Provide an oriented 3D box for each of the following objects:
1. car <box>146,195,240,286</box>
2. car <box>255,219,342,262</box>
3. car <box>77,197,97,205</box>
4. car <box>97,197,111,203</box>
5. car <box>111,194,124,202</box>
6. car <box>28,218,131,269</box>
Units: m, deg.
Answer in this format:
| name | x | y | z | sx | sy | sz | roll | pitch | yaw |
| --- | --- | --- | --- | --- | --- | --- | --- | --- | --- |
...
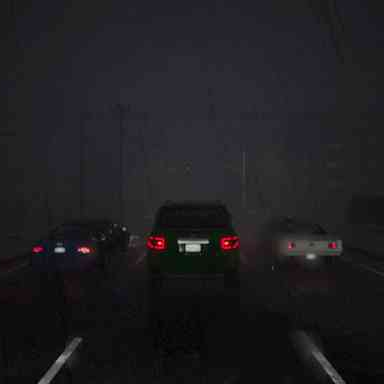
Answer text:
| name | x | y | z | sx | sy | sz | roll | pitch | yaw |
| --- | --- | --- | --- | --- | --- | --- | --- | --- | --- |
| car | 0.048 | 1.247 | 9.611 | 2.150 | 2.045 | 5.566 | 0 | 0 | 1 |
| car | 3.565 | 1.631 | 12.149 | 1.895 | 1.301 | 4.718 | 0 | 0 | 0 |
| car | -19.710 | 1.656 | 61.574 | 1.837 | 1.490 | 4.892 | 0 | -1 | 1 |
| car | -19.797 | 1.770 | 72.571 | 1.895 | 1.301 | 4.718 | 0 | 0 | 0 |
| car | -19.791 | 1.708 | 86.304 | 1.837 | 1.490 | 4.892 | 0 | 0 | 0 |
| car | -3.441 | 1.575 | 11.217 | 2.033 | 1.411 | 5.357 | 0 | 0 | 0 |
